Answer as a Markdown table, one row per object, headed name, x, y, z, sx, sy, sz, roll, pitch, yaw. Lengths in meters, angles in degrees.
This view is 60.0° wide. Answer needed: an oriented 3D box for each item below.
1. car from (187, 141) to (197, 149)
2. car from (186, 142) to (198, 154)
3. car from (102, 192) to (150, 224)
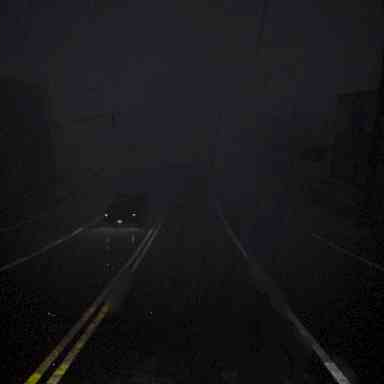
| name | x | y | z | sx | sy | sz | roll | pitch | yaw |
| --- | --- | --- | --- | --- | --- | --- | --- | --- | --- |
| car | -0.004 | -9.921 | 69.896 | 1.994 | 1.385 | 4.181 | 0 | 13 | 0 |
| car | -0.003 | -7.847 | 60.131 | 2.097 | 1.767 | 4.553 | 0 | 13 | 0 |
| car | -3.510 | 0.771 | 18.778 | 2.033 | 1.411 | 5.357 | 0 | 6 | 0 |
